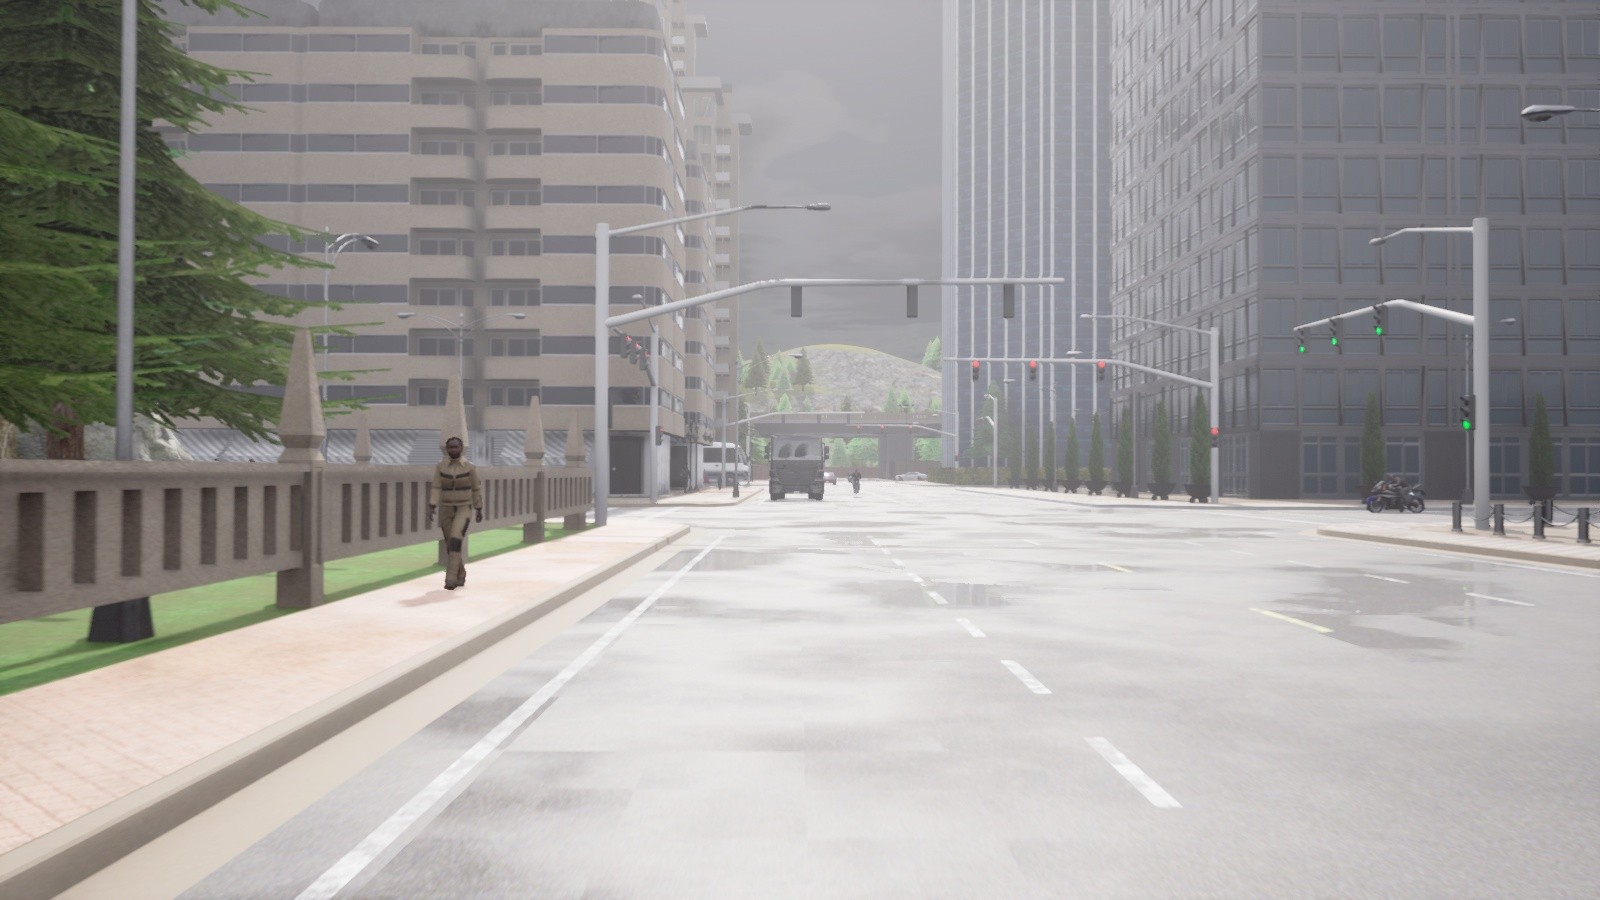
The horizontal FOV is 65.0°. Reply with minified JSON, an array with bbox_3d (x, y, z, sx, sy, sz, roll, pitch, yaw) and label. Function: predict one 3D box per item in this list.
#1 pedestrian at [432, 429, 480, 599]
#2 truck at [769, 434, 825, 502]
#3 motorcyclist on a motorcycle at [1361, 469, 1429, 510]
[{"bbox_3d":[-4.015,0.735,14.675,0.396,1.930,0.692,0,-1,-2],"label":"pedestrian"},{"bbox_3d":[-0.168,0.982,68.599,2.891,3.462,7.936,0,-1,0],"label":"truck"},{"bbox_3d":[22.795,1.509,48.133,2.191,1.530,0.866,0,-1,0],"label":"motorcyclist on a motorcycle"}]
